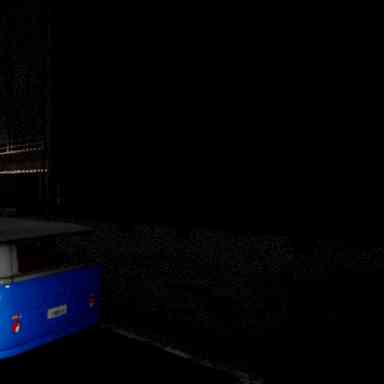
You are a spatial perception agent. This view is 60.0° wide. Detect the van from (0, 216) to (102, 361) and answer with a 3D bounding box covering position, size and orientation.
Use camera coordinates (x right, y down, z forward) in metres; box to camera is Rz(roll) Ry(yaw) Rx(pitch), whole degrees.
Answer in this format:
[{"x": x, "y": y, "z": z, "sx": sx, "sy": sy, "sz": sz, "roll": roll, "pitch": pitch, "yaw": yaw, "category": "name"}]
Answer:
[{"x": -3.252, "y": 1.306, "z": 5.404, "sx": 3.998, "sy": 1.788, "sz": 1.690, "roll": 0, "pitch": 0, "yaw": 36, "category": "van"}]
